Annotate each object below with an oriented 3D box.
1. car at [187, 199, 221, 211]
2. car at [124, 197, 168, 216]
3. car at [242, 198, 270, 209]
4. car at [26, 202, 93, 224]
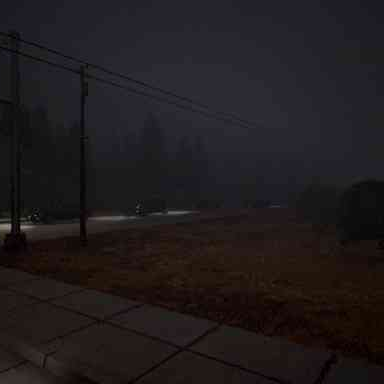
[{"bbox_3d":[1.491,1.509,39.995,1.895,1.301,4.718,0,0,37],"label":"car"},{"bbox_3d":[-4.360,1.312,32.122,2.097,1.767,4.553,0,0,37],"label":"car"},{"bbox_3d":[8.363,1.465,43.073,1.895,1.301,4.718,0,0,37],"label":"car"},{"bbox_3d":[-9.766,1.513,24.833,1.837,1.490,4.892,0,0,37],"label":"car"}]
